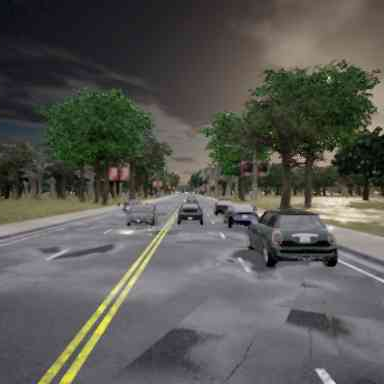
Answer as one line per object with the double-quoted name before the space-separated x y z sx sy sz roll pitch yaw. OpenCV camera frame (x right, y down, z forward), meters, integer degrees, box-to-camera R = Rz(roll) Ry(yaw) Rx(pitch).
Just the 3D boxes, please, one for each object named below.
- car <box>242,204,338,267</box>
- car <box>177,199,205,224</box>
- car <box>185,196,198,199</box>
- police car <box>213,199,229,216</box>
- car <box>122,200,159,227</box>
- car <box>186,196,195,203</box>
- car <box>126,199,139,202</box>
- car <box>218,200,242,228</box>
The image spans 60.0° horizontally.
"car" 3.244 1.381 11.672 2.097 1.767 4.553 0 0 0
"car" -0.112 1.569 25.557 1.837 1.490 4.892 0 0 0
"car" -0.083 1.489 57.869 2.097 1.767 4.553 0 0 0
"police car" 3.192 1.508 33.823 1.930 1.638 5.238 0 0 0
"car" -3.379 1.562 23.297 1.837 1.490 4.892 0 0 0
"car" -0.282 1.722 74.342 1.994 1.385 4.181 0 0 0
"car" -6.671 1.585 37.915 2.128 1.511 4.902 0 0 0
"car" 3.224 1.560 22.737 2.163 1.488 4.792 0 0 0
